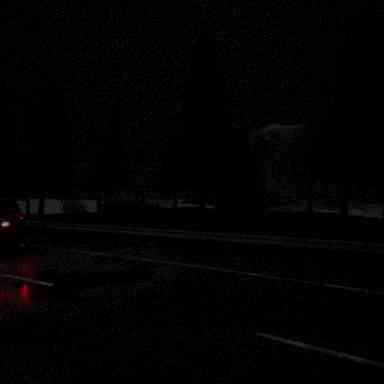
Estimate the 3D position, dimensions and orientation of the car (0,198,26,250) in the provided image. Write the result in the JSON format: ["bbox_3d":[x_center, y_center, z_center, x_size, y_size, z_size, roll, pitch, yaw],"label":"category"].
[{"bbox_3d":[-8.956,1.233,12.883,5.566,2.045,2.150,0,0,26],"label":"car"}]
